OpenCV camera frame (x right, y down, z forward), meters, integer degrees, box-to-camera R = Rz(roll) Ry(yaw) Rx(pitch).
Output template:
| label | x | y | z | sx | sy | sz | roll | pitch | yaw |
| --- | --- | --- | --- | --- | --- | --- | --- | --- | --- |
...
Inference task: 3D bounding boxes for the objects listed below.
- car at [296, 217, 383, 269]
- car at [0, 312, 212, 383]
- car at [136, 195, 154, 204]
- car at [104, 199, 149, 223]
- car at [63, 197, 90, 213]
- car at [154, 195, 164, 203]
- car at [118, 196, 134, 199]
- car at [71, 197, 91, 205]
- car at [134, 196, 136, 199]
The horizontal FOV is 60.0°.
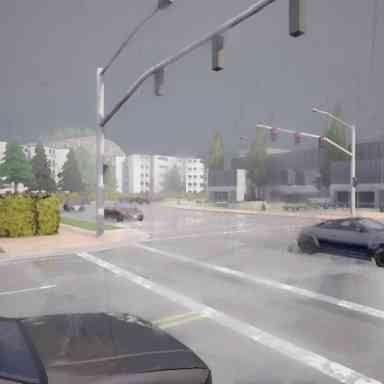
| label | x | y | z | sx | sy | sz | roll | pitch | yaw |
| --- | --- | --- | --- | --- | --- | --- | --- | --- | --- |
| car | 5.678 | 1.564 | 11.235 | 1.994 | 1.385 | 4.181 | 0 | 0 | -36 |
| car | -2.361 | 1.547 | 2.080 | 5.357 | 1.411 | 2.033 | 0 | 0 | -35 |
| car | -8.632 | 1.505 | 61.169 | 1.837 | 1.490 | 4.892 | 0 | 0 | -1 |
| car | -5.522 | 1.526 | 26.003 | 1.812 | 1.442 | 4.674 | 0 | 0 | -37 |
| car | -13.315 | 1.490 | 37.328 | 2.128 | 1.511 | 4.902 | 0 | 0 | -28 |
| car | -7.538 | 1.354 | 70.934 | 2.097 | 1.767 | 4.553 | 0 | 0 | 17 |
| car | -12.061 | 1.492 | 58.853 | 2.128 | 1.511 | 4.902 | 0 | 0 | -4 |
| car | -19.382 | 1.548 | 58.444 | 2.033 | 1.411 | 5.357 | 0 | 0 | -3 |
| car | -11.381 | 1.477 | 68.885 | 1.882 | 1.535 | 5.008 | 0 | 0 | 14 |
